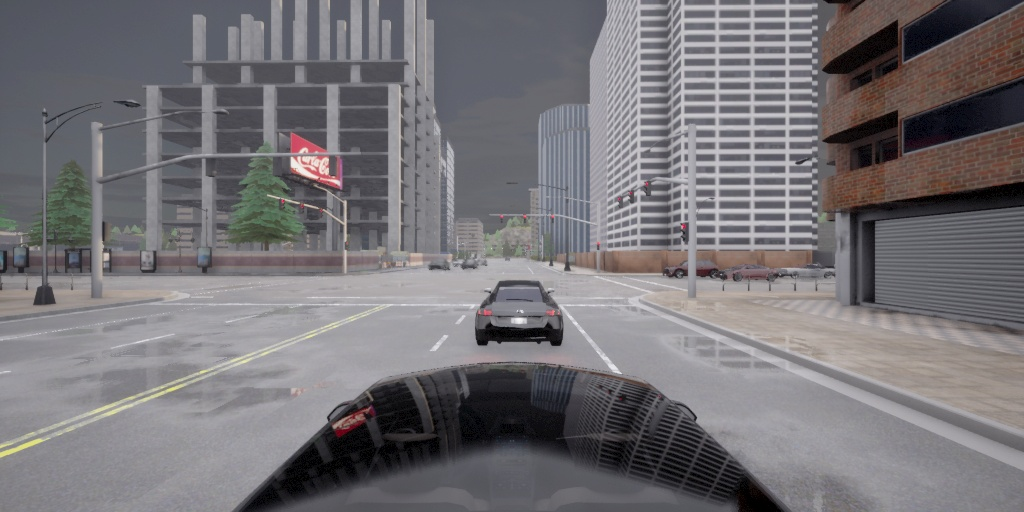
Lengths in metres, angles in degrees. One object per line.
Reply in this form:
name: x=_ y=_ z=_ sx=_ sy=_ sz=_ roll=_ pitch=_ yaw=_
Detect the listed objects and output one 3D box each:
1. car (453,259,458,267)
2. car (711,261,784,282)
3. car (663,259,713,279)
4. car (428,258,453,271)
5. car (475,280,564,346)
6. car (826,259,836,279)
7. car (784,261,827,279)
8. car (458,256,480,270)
car: x=-9.447 y=1.275 z=64.480 sx=1.812 sy=1.442 sz=4.674 roll=0 pitch=0 yaw=2
car: x=18.807 y=1.314 z=28.809 sx=4.181 sy=1.385 sz=1.994 roll=0 pitch=0 yaw=1
car: x=16.083 y=1.102 z=32.345 sx=4.553 sy=1.767 sz=2.097 roll=0 pitch=0 yaw=1
car: x=-9.781 y=1.102 z=48.243 sx=2.097 sy=1.767 sz=4.553 roll=0 pitch=0 yaw=1
car: x=0.193 y=1.314 z=9.444 sx=1.994 sy=1.385 sz=4.181 roll=0 pitch=0 yaw=1
car: x=28.693 y=1.227 z=28.667 sx=5.008 sy=1.535 sz=1.882 roll=0 pitch=0 yaw=1
car: x=26.297 y=1.351 z=32.206 sx=4.718 sy=1.301 sz=1.895 roll=0 pitch=0 yaw=1
car: x=-6.206 y=1.227 z=52.336 sx=1.882 sy=1.535 sz=5.008 roll=0 pitch=0 yaw=1
